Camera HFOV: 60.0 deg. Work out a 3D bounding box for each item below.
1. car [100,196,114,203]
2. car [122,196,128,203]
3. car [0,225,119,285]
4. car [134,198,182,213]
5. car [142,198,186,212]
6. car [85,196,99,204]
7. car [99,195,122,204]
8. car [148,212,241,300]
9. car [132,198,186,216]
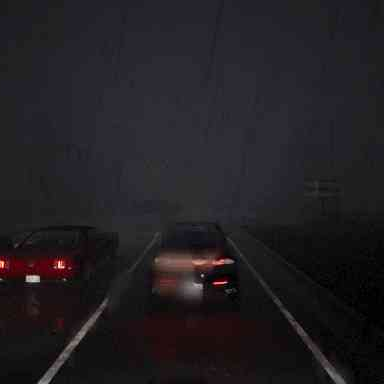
[{"bbox_3d":[-18.492,1.524,72.229,1.812,1.442,4.674,0,0,0],"label":"car"},{"bbox_3d":[-14.992,1.552,71.552,1.994,1.385,4.181,0,0,0],"label":"car"},{"bbox_3d":[-3.434,1.601,9.452,1.895,1.301,4.718,0,0,0],"label":"car"},{"bbox_3d":[-3.564,1.477,35.723,5.008,1.535,1.882,0,0,-1],"label":"car"},{"bbox_3d":[-3.264,1.477,39.227,5.008,1.535,1.882,0,0,-1],"label":"car"},{"bbox_3d":[-18.493,1.477,62.128,1.882,1.535,5.008,0,0,0],"label":"car"},{"bbox_3d":[-14.995,1.352,61.514,2.097,1.767,4.553,0,0,0],"label":"car"},{"bbox_3d":[0.058,1.492,8.366,2.128,1.511,4.902,0,0,0],"label":"car"},{"bbox_3d":[-3.307,1.491,32.226,4.902,1.511,2.128,0,0,-1],"label":"car"}]
